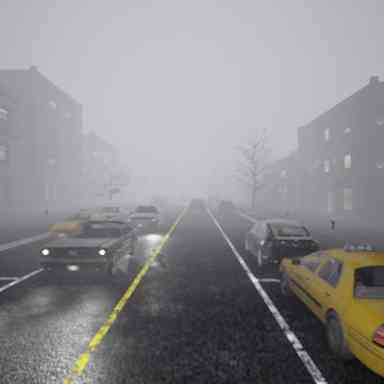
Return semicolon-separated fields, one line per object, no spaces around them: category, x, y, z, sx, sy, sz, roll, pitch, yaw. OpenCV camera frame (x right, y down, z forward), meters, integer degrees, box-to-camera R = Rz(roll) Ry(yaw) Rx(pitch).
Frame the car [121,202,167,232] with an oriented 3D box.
car;-2.822;1.562;20.671;1.812;1.442;4.674;0;0;1

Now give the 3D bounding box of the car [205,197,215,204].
car;3.577;1.731;66.441;1.947;1.339;4.313;1;0;1

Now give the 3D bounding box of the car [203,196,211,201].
car;4.010;1.782;91.121;2.008;1.369;4.403;1;0;1

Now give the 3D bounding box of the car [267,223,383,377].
car;2.761;1.548;5.752;1.752;1.417;4.829;1;0;1

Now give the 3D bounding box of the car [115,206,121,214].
car;-5.397;1.613;22.294;1.802;1.307;4.206;1;0;1

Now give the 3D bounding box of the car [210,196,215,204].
car;3.718;1.614;43.539;1.837;1.490;4.892;0;0;1

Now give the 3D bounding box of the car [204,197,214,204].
car;3.655;1.724;71.667;1.887;1.381;4.507;1;0;1

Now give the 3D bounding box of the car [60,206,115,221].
car;-5.473;1.543;16.592;1.752;1.417;4.829;1;0;1

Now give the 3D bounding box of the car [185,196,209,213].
car;0.603;1.439;38.414;2.097;1.767;4.553;0;0;1

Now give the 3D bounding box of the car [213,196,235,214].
car;3.618;1.571;36.539;1.882;1.535;5.008;0;0;1

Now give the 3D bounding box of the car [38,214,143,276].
car;-2.972;1.614;10.581;1.895;1.301;4.718;0;0;1

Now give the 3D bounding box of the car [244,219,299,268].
car;2.833;1.585;11.115;2.008;1.369;4.403;1;0;1

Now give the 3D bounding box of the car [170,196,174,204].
car;-4.877;1.705;61.022;1.802;1.307;4.206;1;0;1

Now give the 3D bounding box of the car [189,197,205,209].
car;0.742;1.605;48.853;2.128;1.511;4.902;0;0;1

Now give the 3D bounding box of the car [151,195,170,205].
car;-5.022;1.410;49.958;2.192;1.841;5.009;1;0;1

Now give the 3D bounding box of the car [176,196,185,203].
car;-2.069;1.637;70.259;1.837;1.490;4.892;0;0;1

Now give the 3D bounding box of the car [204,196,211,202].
car;3.860;1.734;82.902;1.752;1.417;4.829;1;0;1

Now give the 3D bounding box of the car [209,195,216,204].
car;3.432;1.452;55.376;2.192;1.841;5.009;1;0;1

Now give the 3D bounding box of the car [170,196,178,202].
car;-4.628;1.710;84.629;1.752;1.417;4.829;1;0;1

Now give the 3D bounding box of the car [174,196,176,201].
car;-4.800;1.577;66.555;1.967;1.590;4.097;1;0;1
